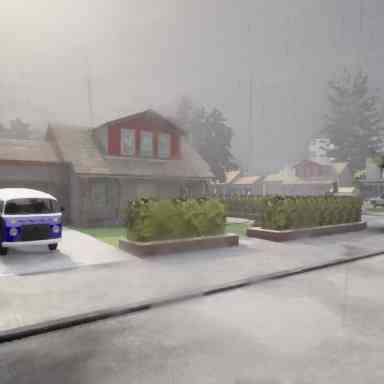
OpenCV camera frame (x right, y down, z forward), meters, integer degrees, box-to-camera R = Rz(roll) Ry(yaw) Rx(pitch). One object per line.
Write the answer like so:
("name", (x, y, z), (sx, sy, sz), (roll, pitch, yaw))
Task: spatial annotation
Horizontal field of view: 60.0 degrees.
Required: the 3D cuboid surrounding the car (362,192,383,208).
("car", (22.993, 0.985, 40.726), (3.866, 1.878, 1.905), (0, 0, -1))
